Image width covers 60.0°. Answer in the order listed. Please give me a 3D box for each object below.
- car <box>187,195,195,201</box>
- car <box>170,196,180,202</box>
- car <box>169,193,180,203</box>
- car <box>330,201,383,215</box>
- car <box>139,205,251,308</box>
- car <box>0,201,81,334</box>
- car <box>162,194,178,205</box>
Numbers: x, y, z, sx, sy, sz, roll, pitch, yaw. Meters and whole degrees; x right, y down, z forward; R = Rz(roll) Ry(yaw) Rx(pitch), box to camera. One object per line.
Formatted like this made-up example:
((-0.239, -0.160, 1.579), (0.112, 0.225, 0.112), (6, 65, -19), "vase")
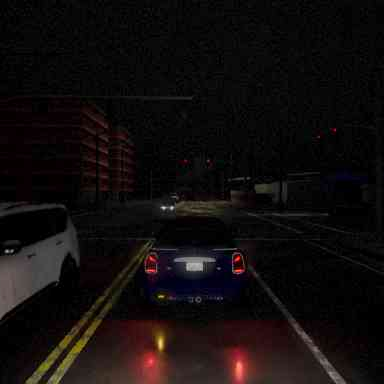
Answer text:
((-0.189, 1.500, 81.242), (1.837, 1.490, 4.892), (0, 0, 0), "car")
((-3.673, 1.540, 74.222), (2.033, 1.411, 5.357), (0, 0, 0), "car")
((-3.699, 1.223, 63.825), (2.150, 2.045, 5.566), (0, 0, 0), "car")
((16.390, 1.601, 33.161), (4.718, 1.301, 1.895), (0, 0, 0), "car")
((0.056, 1.352, 8.074), (2.097, 1.767, 4.553), (0, 0, 0), "car")
((-3.613, 1.221, 5.452), (2.150, 2.045, 5.566), (0, 0, 0), "car")
((-3.719, 1.547, 53.458), (2.033, 1.411, 5.357), (0, 0, 0), "car")
